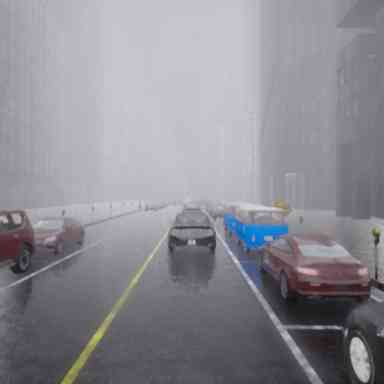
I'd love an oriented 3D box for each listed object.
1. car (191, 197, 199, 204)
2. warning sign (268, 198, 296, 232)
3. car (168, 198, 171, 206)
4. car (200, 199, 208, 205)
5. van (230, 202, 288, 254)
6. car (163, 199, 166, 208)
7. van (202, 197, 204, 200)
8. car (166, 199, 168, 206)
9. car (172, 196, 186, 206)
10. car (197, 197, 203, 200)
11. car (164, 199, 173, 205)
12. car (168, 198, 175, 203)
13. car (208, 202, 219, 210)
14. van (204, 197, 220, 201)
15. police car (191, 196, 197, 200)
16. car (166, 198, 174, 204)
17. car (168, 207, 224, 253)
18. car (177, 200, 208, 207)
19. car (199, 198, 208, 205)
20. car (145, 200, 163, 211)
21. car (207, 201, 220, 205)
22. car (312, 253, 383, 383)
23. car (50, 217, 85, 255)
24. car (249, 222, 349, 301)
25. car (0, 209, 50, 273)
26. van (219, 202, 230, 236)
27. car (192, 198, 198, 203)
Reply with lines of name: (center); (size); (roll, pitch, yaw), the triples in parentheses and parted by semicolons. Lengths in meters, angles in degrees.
car: (0.768, 2.233, 88.851); (2.097, 1.767, 4.553); (0, -1, -1)
warning sign: (5.068, 1.293, 18.901); (1.300, 1.860, 1.060); (0, -1, 0)
car: (-5.761, 2.203, 65.007); (1.947, 1.339, 4.313); (0, -1, 0)
car: (2.765, 2.279, 76.535); (1.752, 1.417, 4.829); (0, -1, 0)
van: (2.763, 1.472, 13.917); (1.690, 1.788, 3.998); (0, -1, 0)
car: (-5.761, 1.964, 53.654); (1.967, 1.590, 4.097); (0, -1, 0)
van: (2.764, 1.808, 47.981); (1.690, 1.788, 3.998); (0, -1, 0)
car: (-5.761, 2.104, 59.160); (1.752, 1.417, 4.829); (0, -1, 0)
car: (-2.998, 1.922, 70.943); (2.150, 2.045, 5.566); (0, -1, 0)
car: (2.764, 2.009, 70.689); (2.192, 1.841, 5.009); (0, -1, 0)
car: (-5.760, 2.355, 82.039); (1.887, 1.381, 4.507); (0, -1, 0)
car: (-5.760, 2.474, 93.392); (1.887, 1.381, 4.507); (0, -1, 0)
car: (2.763, 1.878, 30.946); (1.802, 1.307, 4.206); (0, -1, 0)
van: (2.764, 1.751, 42.303); (1.690, 1.788, 3.998); (0, -1, 0)
police car: (0.902, 2.205, 79.006); (1.930, 1.638, 5.238); (0, -1, 0)
car: (-5.760, 2.393, 87.546); (1.752, 1.417, 4.829); (0, -1, 0)
car: (0.004, 1.627, 14.307); (2.128, 1.511, 4.902); (0, 0, 0)
car: (0.004, 1.773, 29.294); (2.128, 1.511, 4.902); (0, 0, 0)
car: (2.765, 2.250, 82.044); (1.967, 1.590, 4.097); (0, -1, 0)
car: (-5.761, 2.018, 47.976); (2.008, 1.369, 4.403); (0, -1, 0)
car: (2.764, 1.935, 36.623); (1.802, 1.307, 4.206); (0, -1, 0)
car: (2.763, 1.576, 2.560); (2.008, 1.369, 4.403); (0, -1, 0)
car: (-5.762, 1.713, 13.913); (1.802, 1.307, 4.206); (0, -1, 0)
car: (2.763, 1.659, 8.237); (1.802, 1.307, 4.206); (0, -1, 0)
car: (-5.761, 1.393, 8.238); (2.192, 1.841, 5.009); (0, -1, 0)
van: (2.763, 1.526, 19.594); (1.690, 1.788, 3.998); (0, -1, 0)
car: (0.903, 2.402, 95.085); (1.801, 1.575, 5.366); (0, -1, 0)
